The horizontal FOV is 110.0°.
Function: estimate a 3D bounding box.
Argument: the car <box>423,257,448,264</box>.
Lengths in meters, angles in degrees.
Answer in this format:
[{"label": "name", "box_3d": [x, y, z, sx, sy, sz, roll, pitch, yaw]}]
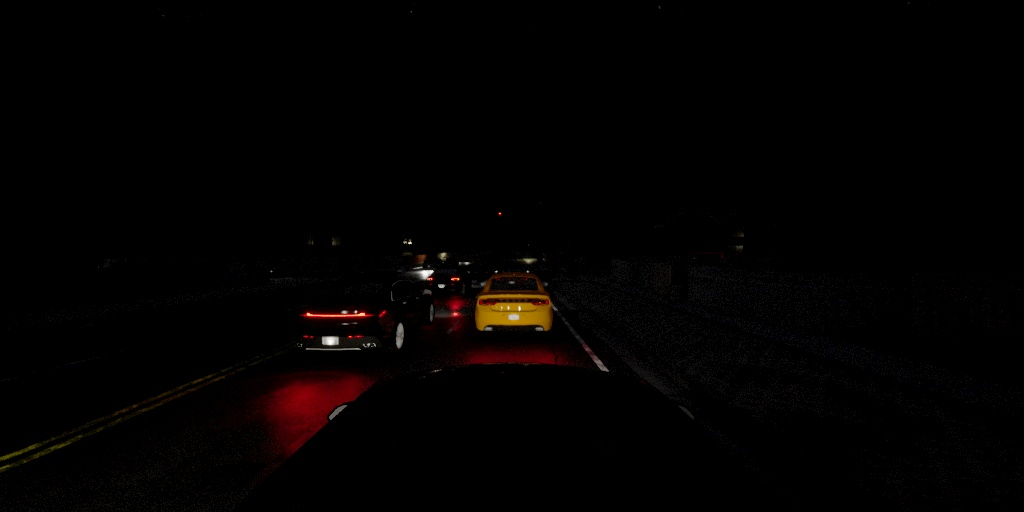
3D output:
[{"label": "car", "box_3d": [-9.919, 0.930, 45.211, 2.128, 1.511, 4.902, 0, 1, 0]}]

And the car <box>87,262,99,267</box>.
[{"label": "car", "box_3d": [-40.403, 1.097, 32.334, 5.566, 2.045, 2.150, 0, 1, 6]}]

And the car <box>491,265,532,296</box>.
[{"label": "car", "box_3d": [0.008, 1.247, 19.388, 1.994, 1.385, 4.181, 0, 0, 1]}]

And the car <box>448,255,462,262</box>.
[{"label": "car", "box_3d": [-9.931, 0.832, 59.143, 1.994, 1.385, 4.181, 0, 1, 0]}]

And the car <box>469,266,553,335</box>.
[{"label": "car", "box_3d": [0.062, 1.209, 10.499, 1.882, 1.535, 5.008, 0, 0, 0]}]

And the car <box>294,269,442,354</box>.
[{"label": "car", "box_3d": [-3.193, 1.242, 8.739, 1.837, 1.490, 4.892, 0, 0, 0]}]

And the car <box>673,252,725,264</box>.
[{"label": "car", "box_3d": [17.765, 0.645, 34.660, 5.566, 2.045, 2.150, -1, 1, -2]}]

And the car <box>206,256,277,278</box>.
[{"label": "car", "box_3d": [-23.644, 0.993, 31.204, 5.566, 2.045, 2.150, 0, 1, 2]}]

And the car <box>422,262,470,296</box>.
[{"label": "car", "box_3d": [-3.248, 1.212, 18.924, 1.812, 1.442, 4.674, 0, 0, 1]}]

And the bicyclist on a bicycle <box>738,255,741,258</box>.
[{"label": "bicyclist on a bicycle", "box_3d": [18.405, 0.782, 28.817, 0.582, 1.620, 1.656, 0, 0, -2]}]
